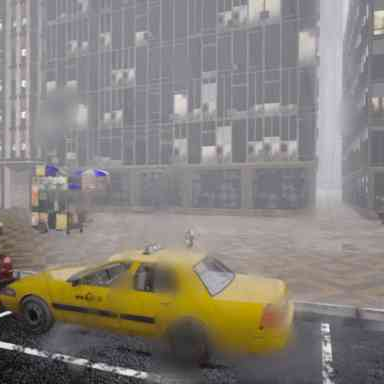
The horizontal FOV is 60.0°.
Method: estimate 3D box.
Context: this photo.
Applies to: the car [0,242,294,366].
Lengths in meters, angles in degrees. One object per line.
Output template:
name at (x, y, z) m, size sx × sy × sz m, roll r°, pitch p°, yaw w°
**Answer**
car at (-0.873, 1.525, 5.439) m, size 4.829 × 1.417 × 1.752 m, roll 0°, pitch 0°, yaw 20°
